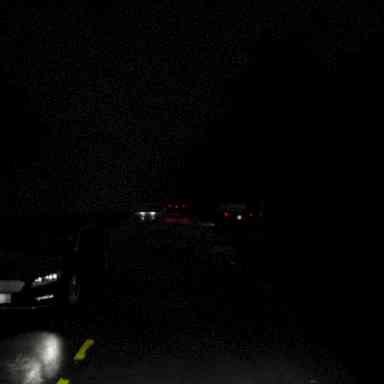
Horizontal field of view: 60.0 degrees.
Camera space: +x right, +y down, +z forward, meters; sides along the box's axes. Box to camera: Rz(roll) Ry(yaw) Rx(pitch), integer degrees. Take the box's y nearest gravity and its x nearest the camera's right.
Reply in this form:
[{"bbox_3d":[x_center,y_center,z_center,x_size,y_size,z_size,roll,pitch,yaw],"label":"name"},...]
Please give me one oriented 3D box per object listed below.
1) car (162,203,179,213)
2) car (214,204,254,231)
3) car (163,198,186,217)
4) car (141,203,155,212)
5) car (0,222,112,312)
[{"bbox_3d":[-3.243,2.329,48.932,2.033,1.411,5.357,0,-2,-8],"label":"car"},{"bbox_3d":[2.598,1.518,21.441,2.163,1.488,4.792,0,-1,-3],"label":"car"},{"bbox_3d":[-1.877,1.705,37.840,2.150,2.045,5.566,0,-1,-6],"label":"car"},{"bbox_3d":[-6.792,2.398,51.720,1.812,1.442,4.674,0,-2,-8],"label":"car"},{"bbox_3d":[-3.248,1.523,7.983,2.128,1.511,4.902,0,0,-1],"label":"car"}]
